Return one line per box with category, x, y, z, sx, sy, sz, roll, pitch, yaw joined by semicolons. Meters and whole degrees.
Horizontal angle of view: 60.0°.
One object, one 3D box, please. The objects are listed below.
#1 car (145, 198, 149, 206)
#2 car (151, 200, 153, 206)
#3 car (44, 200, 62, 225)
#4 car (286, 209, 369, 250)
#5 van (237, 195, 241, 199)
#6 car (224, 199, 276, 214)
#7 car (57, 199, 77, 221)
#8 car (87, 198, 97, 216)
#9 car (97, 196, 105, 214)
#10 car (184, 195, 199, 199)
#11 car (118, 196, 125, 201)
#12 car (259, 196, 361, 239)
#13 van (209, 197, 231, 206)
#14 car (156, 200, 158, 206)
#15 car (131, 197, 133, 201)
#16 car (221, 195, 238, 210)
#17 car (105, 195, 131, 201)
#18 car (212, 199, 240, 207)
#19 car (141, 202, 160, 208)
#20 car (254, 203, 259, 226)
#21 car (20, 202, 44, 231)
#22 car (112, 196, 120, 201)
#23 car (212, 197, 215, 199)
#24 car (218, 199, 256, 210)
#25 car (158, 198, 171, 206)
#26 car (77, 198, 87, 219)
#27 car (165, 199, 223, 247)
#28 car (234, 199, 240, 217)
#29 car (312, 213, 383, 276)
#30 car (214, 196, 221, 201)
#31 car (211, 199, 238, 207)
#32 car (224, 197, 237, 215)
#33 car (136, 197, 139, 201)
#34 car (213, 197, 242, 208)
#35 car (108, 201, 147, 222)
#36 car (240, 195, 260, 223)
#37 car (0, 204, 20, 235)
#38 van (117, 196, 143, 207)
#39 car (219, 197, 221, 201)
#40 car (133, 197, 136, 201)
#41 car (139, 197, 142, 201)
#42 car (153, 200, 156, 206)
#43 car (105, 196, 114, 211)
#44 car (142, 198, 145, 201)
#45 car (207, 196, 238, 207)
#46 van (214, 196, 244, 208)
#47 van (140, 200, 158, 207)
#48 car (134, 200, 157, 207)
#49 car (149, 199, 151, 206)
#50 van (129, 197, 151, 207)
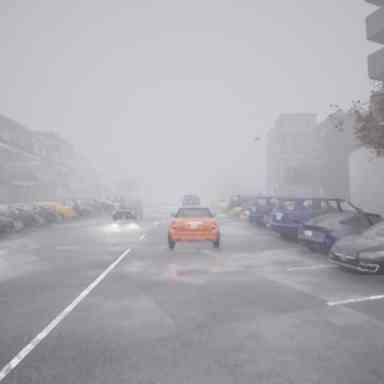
car;-11.649;2.200;66.050;4.674;1.452;2.002;0;-2;-20
car;-11.600;2.376;71.920;4.792;1.488;2.163;0;-2;-20
car;-11.475;1.521;22.043;4.892;1.521;2.231;-1;0;-20
car;6.348;1.552;12.636;4.792;1.488;2.163;1;0;-20
van;6.390;1.326;27.694;4.442;1.987;1.878;1;0;-20
car;6.392;1.599;36.694;5.366;1.575;1.946;1;-1;-20
car;-11.505;1.526;24.980;5.008;1.535;2.097;-1;0;-20
car;-11.563;1.588;30.854;4.674;1.452;2.002;-1;-1;-20
car;-11.550;1.440;33.788;4.553;1.767;2.185;-1;0;-20
car;-0.087;1.371;40.873;2.150;2.045;5.566;0;-1;0
car;-11.799;1.654;42.521;5.366;1.575;1.946;-1;0;-20
car;6.367;1.276;15.652;5.566;2.045;2.435;1;0;-20
van;6.079;2.133;72.500;4.442;1.987;1.878;1;-3;-20
car;-11.587;2.750;80.689;4.892;1.521;2.231;0;-3;-20
car;-11.639;1.746;48.448;4.892;1.521;2.231;-1;-1;-20
car;6.262;1.326;33.652;5.566;2.045;2.435;1;-1;-20
car;-11.666;1.448;45.506;5.566;2.045;2.435;-1;-1;-20
car;6.155;2.045;60.566;4.674;1.452;2.002;1;-2;-20
car;-11.475;3.567;92.354;4.892;1.521;2.231;1;-4;-19
car;6.338;1.534;18.655;4.892;1.521;2.231;1;0;-20
car;-11.449;1.515;19.110;4.892;1.521;2.231;-1;0;-21
car;-11.618;1.621;39.649;5.008;1.535;2.097;-1;-1;-20
car;5.990;1.800;51.522;5.366;1.575;1.946;1;-1;-20
car;6.150;1.734;45.591;4.792;1.488;2.163;1;-1;-20
car;-5.219;2.107;69.141;2.097;1.767;4.553;0;-2;0
car;-11.508;1.409;27.922;4.553;1.767;2.185;-1;0;-20
car;0.069;1.381;15.300;2.097;1.767;4.553;0;0;0
car;6.131;1.538;24.588;5.366;1.575;1.946;1;0;-20
car;6.306;1.518;9.616;4.892;1.521;2.231;1;0;-19
car;6.015;1.656;42.549;5.366;1.575;1.946;1;-1;-20
car;6.191;2.114;63.570;4.792;1.488;2.163;1;-2;-20
car;6.081;1.555;30.581;5.366;1.575;1.946;1;0;-20
car;-11.625;1.733;54.326;4.553;1.767;2.185;0;-1;-20
car;6.129;1.806;57.571;4.553;1.767;2.185;1;-2;-20
car;-5.210;1.658;27.317;1.895;1.301;4.718;0;0;0
car;6.357;1.287;21.671;5.566;2.045;2.435;1;0;-20
car;-11.429;1.507;16.175;5.008;1.535;2.097;-1;0;-21
van;-11.762;1.851;63.082;4.442;1.987;1.878;0;-1;-20
car;6.374;1.628;39.686;5.366;1.575;1.946;1;-1;-20
car;-11.645;1.802;51.385;4.892;1.521;2.231;0;-1;-20
car;-11.628;1.956;57.266;4.792;1.488;2.163;0;-2;-20
car;-11.606;2.595;77.766;5.008;1.535;2.097;0;-3;-20
car;-11.590;1.589;36.718;5.008;1.535;2.097;-1;0;-20
car;-11.661;1.997;60.183;5.008;1.535;2.097;0;-2;-20
car;6.151;1.917;66.540;5.566;2.045;2.435;1;-2;-20
van;6.054;1.637;54.542;4.442;1.987;1.878;1;-1;-20
van;-11.624;3.106;89.419;4.442;1.987;1.878;1;-4;-20
car;-11.733;2.919;83.541;5.366;1.575;1.946;0;-4;-20
car;-11.641;2.289;68.987;4.674;1.452;2.002;0;-2;-20
van;-11.728;2.235;74.808;4.442;1.987;1.878;0;-2;-20
